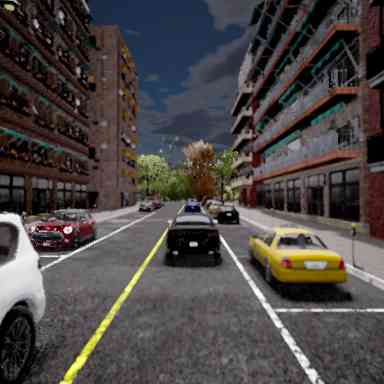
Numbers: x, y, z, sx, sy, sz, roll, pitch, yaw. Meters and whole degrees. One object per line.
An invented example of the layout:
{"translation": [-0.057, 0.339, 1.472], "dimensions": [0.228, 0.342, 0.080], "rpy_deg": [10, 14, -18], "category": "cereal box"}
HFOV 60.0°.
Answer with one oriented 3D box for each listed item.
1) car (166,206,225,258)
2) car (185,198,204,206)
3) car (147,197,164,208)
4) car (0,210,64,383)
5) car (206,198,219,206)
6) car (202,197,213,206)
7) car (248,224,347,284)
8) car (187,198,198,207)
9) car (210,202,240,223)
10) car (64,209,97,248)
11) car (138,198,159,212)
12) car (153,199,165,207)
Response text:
{"translation": [0.033, 1.552, 13.200], "dimensions": [1.882, 1.535, 5.008], "rpy_deg": [0, 0, 0], "category": "car"}
{"translation": [0.090, 1.796, 41.095], "dimensions": [1.994, 1.385, 4.181], "rpy_deg": [0, 0, 0], "category": "car"}
{"translation": [-5.820, 1.589, 48.436], "dimensions": [2.192, 1.841, 5.009], "rpy_deg": [1, 0, 0], "category": "car"}
{"translation": [-3.101, 1.235, 2.394], "dimensions": [2.150, 2.045, 5.566], "rpy_deg": [0, 0, 0], "category": "car"}
{"translation": [2.828, 1.736, 37.439], "dimensions": [1.752, 1.417, 4.829], "rpy_deg": [1, 0, 0], "category": "car"}
{"translation": [2.825, 1.825, 48.405], "dimensions": [2.008, 1.369, 4.403], "rpy_deg": [1, 0, 0], "category": "car"}
{"translation": [2.707, 1.580, 9.599], "dimensions": [1.752, 1.417, 4.829], "rpy_deg": [1, 0, 0], "category": "car"}
{"translation": [0.086, 1.857, 58.429], "dimensions": [1.812, 1.442, 4.674], "rpy_deg": [0, 0, 0], "category": "car"}
{"translation": [2.765, 1.717, 26.774], "dimensions": [1.947, 1.339, 4.313], "rpy_deg": [1, 0, 0], "category": "car"}
{"translation": [-5.701, 1.525, 15.027], "dimensions": [1.967, 1.590, 4.097], "rpy_deg": [1, 0, 0], "category": "car"}
{"translation": [-5.821, 1.792, 42.867], "dimensions": [2.008, 1.369, 4.403], "rpy_deg": [1, 0, 0], "category": "car"}
{"translation": [-5.826, 1.920, 59.571], "dimensions": [1.802, 1.307, 4.206], "rpy_deg": [1, 0, 0], "category": "car"}
